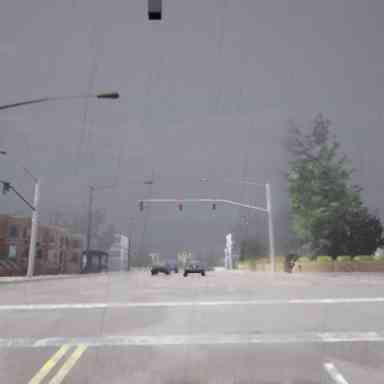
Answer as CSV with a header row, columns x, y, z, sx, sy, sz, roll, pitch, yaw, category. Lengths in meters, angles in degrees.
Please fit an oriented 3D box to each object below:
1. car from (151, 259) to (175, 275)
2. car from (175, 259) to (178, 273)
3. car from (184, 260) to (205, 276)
x,y,z,sx,sy,sz,roll,pitch,yaw,category
-3.420,8.550,37.331,2.033,1.411,5.357,-1,-13,0,car
-3.309,11.453,51.494,2.150,2.045,5.566,-1,-13,1,car
0.220,6.930,30.477,2.033,1.411,5.357,-1,-13,0,car
